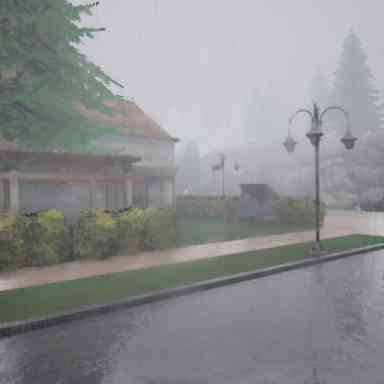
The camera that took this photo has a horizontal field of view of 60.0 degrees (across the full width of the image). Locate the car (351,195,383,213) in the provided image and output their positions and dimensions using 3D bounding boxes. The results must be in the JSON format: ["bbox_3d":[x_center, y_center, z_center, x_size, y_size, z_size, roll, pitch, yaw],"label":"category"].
[{"bbox_3d":[15.205,0.957,26.312,1.882,1.535,5.008,-1,0,-36],"label":"car"}]
